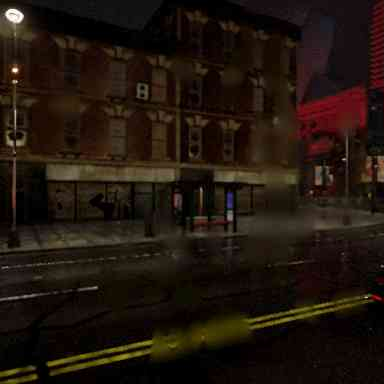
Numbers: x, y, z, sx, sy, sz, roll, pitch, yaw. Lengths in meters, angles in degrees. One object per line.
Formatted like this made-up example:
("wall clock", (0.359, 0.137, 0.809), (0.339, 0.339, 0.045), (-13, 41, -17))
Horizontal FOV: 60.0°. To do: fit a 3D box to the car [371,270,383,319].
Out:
("car", (5.153, 1.577, 5.823), (4.674, 1.442, 1.812), (0, 0, -27))
